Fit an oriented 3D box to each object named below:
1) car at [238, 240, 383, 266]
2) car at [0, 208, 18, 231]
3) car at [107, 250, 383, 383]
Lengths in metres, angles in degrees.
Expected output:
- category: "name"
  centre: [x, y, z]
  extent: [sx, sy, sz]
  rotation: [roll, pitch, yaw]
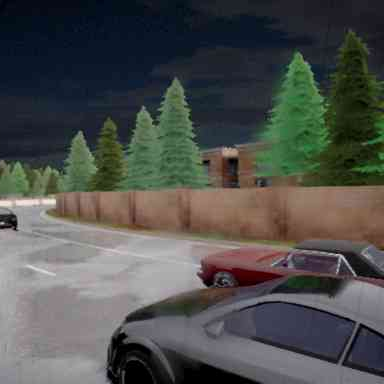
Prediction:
- category: "car"
  centre: [2.424, 1.632, 6.645]
  extent: [4.718, 1.301, 1.895]
  rotation: [-1, -1, 38]
- category: "car"
  centre: [-13.001, 1.780, 22.064]
  extent: [1.882, 1.535, 5.008]
  rotation: [0, 0, -39]
- category: "car"
  centre: [1.060, 1.580, 3.363]
  extent: [4.181, 1.385, 1.994]
  rotation: [-1, -1, 37]
